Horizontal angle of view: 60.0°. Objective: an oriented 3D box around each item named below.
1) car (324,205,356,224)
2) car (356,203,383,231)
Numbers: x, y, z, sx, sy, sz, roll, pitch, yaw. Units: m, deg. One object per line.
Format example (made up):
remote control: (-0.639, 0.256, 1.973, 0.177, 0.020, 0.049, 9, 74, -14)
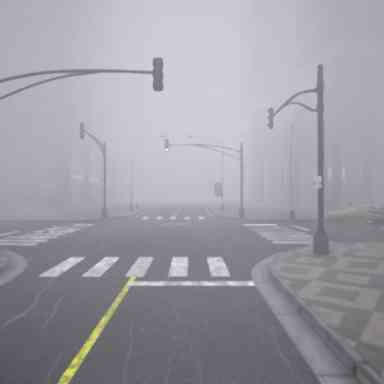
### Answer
car: (11.615, 1.432, 22.816, 4.829, 1.417, 1.752, 0, 0, 0)
car: (11.533, 1.331, 17.050, 4.902, 1.511, 2.128, 0, -1, 0)
